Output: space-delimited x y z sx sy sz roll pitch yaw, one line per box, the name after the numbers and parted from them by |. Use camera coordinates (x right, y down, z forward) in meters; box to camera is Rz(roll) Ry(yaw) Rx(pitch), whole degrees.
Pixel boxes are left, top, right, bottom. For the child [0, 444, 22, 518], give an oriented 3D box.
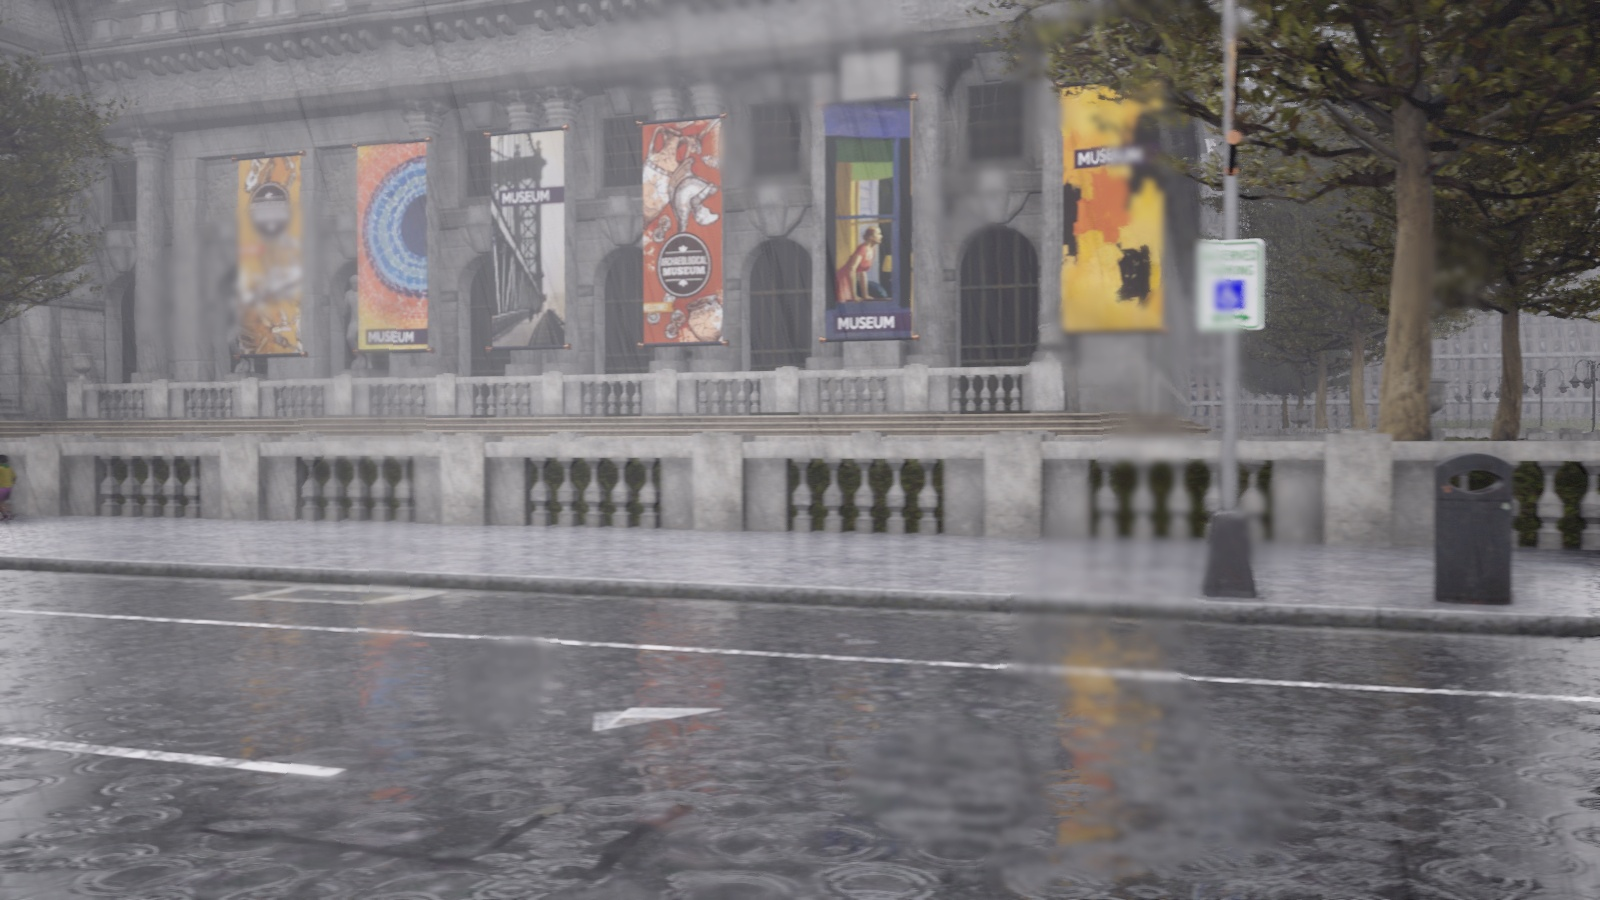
-12.831 0.492 20.187 0.473 1.160 0.299 0 1 11 | child
